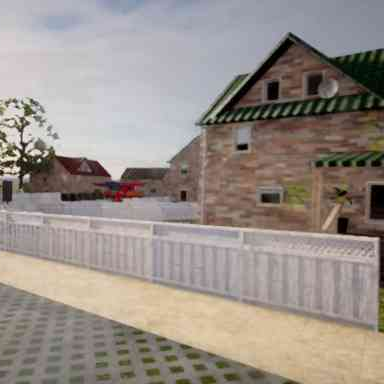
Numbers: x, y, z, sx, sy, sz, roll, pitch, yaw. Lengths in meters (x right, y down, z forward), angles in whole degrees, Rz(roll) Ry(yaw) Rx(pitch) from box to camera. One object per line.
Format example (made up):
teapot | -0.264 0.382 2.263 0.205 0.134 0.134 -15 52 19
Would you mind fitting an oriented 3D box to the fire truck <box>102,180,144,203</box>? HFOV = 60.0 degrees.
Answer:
fire truck | -10.930 -0.033 53.842 2.891 3.827 8.468 2 1 19
